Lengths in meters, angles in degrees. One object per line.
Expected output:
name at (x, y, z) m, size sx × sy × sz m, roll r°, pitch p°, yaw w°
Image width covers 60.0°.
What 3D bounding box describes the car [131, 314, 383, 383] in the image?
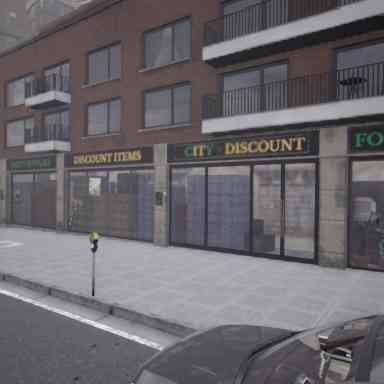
car at (1.447, 1.551, 2.040) m, size 4.403 × 1.369 × 2.008 m, roll 0°, pitch 1°, yaw 35°
